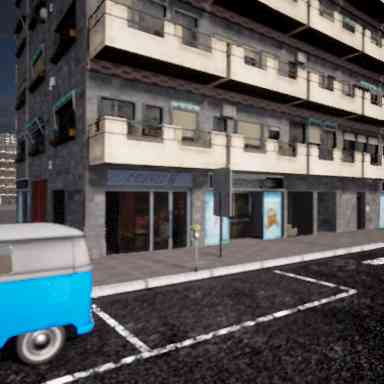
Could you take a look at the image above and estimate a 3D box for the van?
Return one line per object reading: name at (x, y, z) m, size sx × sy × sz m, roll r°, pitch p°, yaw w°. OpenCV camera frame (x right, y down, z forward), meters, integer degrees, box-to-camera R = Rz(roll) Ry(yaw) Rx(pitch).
van at (-3.300, 1.337, 4.215) m, size 3.998 × 1.788 × 1.690 m, roll 1°, pitch -1°, yaw -36°
